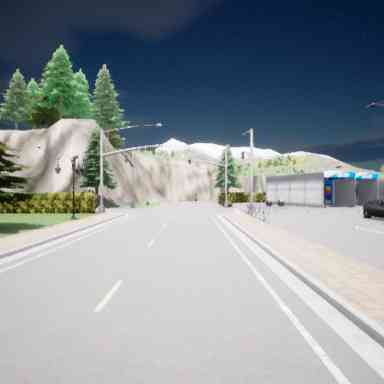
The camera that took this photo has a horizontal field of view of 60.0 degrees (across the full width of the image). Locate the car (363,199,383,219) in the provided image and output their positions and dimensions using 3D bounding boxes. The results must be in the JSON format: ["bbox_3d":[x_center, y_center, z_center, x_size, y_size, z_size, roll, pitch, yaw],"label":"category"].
[{"bbox_3d":[14.203,1.300,24.074,2.007,1.523,4.514,0,0,0],"label":"car"}]
